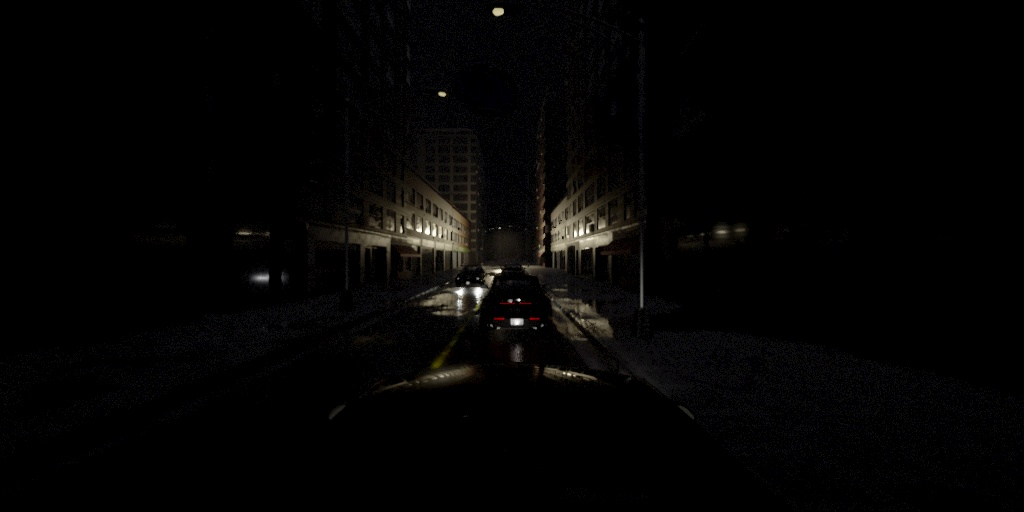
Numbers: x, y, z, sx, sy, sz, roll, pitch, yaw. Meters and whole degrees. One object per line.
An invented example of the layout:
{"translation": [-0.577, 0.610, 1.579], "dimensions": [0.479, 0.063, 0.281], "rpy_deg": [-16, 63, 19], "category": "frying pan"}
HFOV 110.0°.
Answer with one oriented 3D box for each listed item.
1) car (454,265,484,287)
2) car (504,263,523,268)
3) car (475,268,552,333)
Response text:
{"translation": [-2.855, 1.371, 25.843], "dimensions": [2.033, 1.411, 5.357], "rpy_deg": [0, 0, 0], "category": "car"}
{"translation": [0.089, 1.324, 28.627], "dimensions": [2.128, 1.511, 4.902], "rpy_deg": [0, 0, 0], "category": "car"}
{"translation": [0.101, 1.283, 10.809], "dimensions": [1.837, 1.490, 4.892], "rpy_deg": [0, 0, 0], "category": "car"}
